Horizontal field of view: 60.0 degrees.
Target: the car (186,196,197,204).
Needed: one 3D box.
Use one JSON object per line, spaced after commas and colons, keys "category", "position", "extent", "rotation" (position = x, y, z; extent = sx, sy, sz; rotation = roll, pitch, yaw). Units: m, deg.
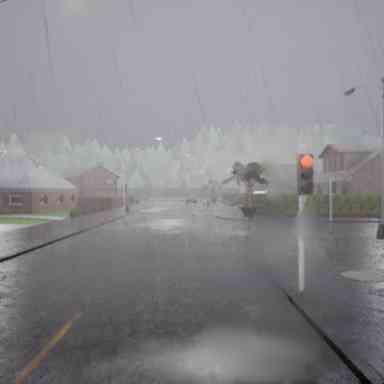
{"category": "car", "position": [-0.115, 1.460, 61.511], "extent": [1.837, 1.490, 4.892], "rotation": [0, 0, 0]}
